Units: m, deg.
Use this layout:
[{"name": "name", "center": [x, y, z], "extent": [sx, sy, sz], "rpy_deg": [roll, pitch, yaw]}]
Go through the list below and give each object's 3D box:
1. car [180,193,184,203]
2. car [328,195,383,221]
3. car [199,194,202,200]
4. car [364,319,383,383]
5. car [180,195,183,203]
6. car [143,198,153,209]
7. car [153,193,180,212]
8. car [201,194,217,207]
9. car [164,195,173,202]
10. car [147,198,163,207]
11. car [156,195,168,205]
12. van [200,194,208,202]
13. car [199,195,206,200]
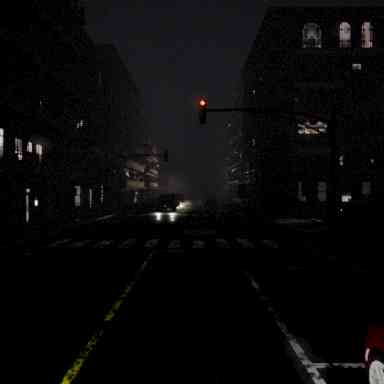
[{"name": "car", "center": [-2.813, 1.248, 68.747], "extent": [2.150, 2.045, 5.566], "rpy_deg": [0, 0, 0]}, {"name": "car", "center": [12.702, 1.254, 24.674], "extent": [4.902, 1.511, 2.128], "rpy_deg": [-1, 0, -2]}, {"name": "car", "center": [2.869, 1.574, 67.388], "extent": [2.008, 1.369, 4.403], "rpy_deg": [-1, 0, 0]}, {"name": "car", "center": [2.687, 1.544, 1.805], "extent": [1.887, 1.381, 4.507], "rpy_deg": [0, 0, 0]}, {"name": "car", "center": [-2.947, 1.560, 52.930], "extent": [2.033, 1.411, 5.357], "rpy_deg": [0, 0, 0]}, {"name": "car", "center": [-5.572, 1.559, 45.305], "extent": [2.008, 1.369, 4.403], "rpy_deg": [0, 0, 0]}, {"name": "car", "center": [-2.989, 1.226, 40.085], "extent": [2.150, 2.045, 5.566], "rpy_deg": [0, 0, 0]}, {"name": "car", "center": [2.822, 1.452, 50.804], "extent": [1.967, 1.590, 4.097], "rpy_deg": [-1, 0, 0]}, {"name": "car", "center": [-5.481, 1.559, 78.302], "extent": [1.752, 1.417, 4.829], "rpy_deg": [-1, 0, 0]}, {"name": "car", "center": [-5.557, 1.577, 50.832], "extent": [1.947, 1.339, 4.313], "rpy_deg": [0, 0, 0]}, {"name": "car", "center": [-5.528, 1.459, 61.888], "extent": [1.967, 1.590, 4.097], "rpy_deg": [-1, 0, 0]}, {"name": "van", "center": [2.898, 1.375, 78.443], "extent": [1.690, 1.788, 3.998], "rpy_deg": [-1, 0, 0]}, {"name": "car", "center": [2.946, 1.598, 95.027], "extent": [1.887, 1.381, 4.507], "rpy_deg": [-1, 0, 0]}]
